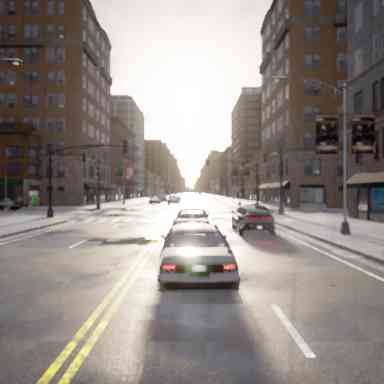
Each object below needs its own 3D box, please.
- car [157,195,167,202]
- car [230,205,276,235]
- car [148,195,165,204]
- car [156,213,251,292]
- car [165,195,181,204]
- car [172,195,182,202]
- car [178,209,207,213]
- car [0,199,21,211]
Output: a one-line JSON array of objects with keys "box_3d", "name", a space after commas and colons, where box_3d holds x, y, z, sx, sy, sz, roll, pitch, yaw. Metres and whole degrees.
[{"box_3d": [-6.647, 1.377, 75.221, 1.837, 1.490, 4.892, 0, 0, 0], "name": "car"}, {"box_3d": [3.316, 1.476, 18.490, 1.837, 1.490, 4.892, 0, 0, 1], "name": "car"}, {"box_3d": [-6.668, 1.453, 59.964, 2.033, 1.411, 5.357, 0, 0, 0], "name": "car"}, {"box_3d": [0.071, 1.534, 8.994, 2.033, 1.411, 5.357, 0, 0, -2], "name": "car"}, {"box_3d": [-3.421, 1.431, 60.281, 1.812, 1.442, 4.674, 0, 0, 0], "name": "car"}, {"box_3d": [-3.399, 1.402, 75.461, 2.128, 1.511, 4.902, 0, 0, 0], "name": "car"}, {"box_3d": [0.049, 1.574, 18.681, 1.895, 1.301, 4.718, 0, 0, 2], "name": "car"}, {"box_3d": [-22.198, 1.522, 38.522, 4.313, 1.339, 1.947, 0, 0, 0], "name": "car"}]
